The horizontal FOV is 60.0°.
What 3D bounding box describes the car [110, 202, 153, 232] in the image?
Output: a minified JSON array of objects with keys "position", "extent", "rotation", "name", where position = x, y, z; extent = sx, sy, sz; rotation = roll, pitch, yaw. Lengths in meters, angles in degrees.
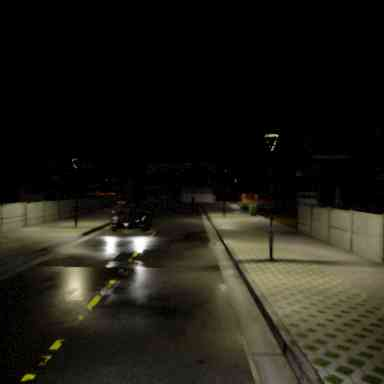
[{"position":[-3.314,1.359,18.929],"extent":[1.837,1.490,4.892],"rotation":[0,0,-1],"name":"car"}]
